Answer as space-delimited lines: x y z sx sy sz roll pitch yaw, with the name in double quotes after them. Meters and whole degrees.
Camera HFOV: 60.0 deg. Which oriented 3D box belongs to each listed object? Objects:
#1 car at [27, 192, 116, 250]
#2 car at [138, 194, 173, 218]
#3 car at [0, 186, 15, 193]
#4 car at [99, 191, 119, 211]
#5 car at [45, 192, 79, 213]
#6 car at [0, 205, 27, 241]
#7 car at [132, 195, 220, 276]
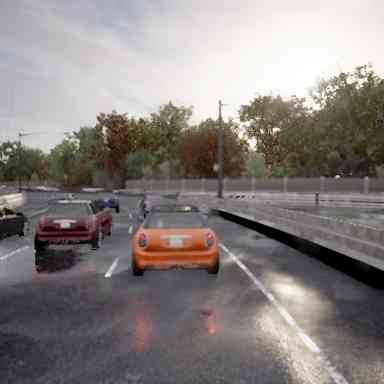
-4.385 1.047 12.952 2.097 1.767 4.553 0 2 -7 "car"
-2.831 0.961 24.653 2.033 1.411 5.357 0 1 -12 "car"
-46.741 -0.695 82.739 4.553 1.767 2.097 1 2 37 "car"
-7.381 0.679 28.557 2.097 1.767 4.553 0 1 -15 "car"
-10.922 0.831 28.265 2.128 1.511 4.902 0 1 -15 "car"
-7.862 1.211 12.692 1.837 1.490 4.892 0 2 -7 "car"
-0.530 1.119 9.738 2.097 1.767 4.553 0 1 -5 "car"
